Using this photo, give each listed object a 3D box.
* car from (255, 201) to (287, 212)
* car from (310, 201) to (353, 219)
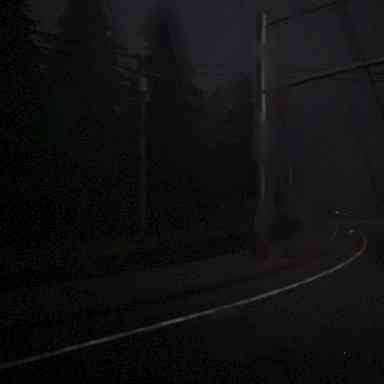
[{"bbox_3d":[9.458,1.550,39.413,2.128,1.511,4.902,0,0,-27],"label":"car"},{"bbox_3d":[12.182,1.556,29.389,1.837,1.490,4.892,0,0,-5],"label":"car"}]
